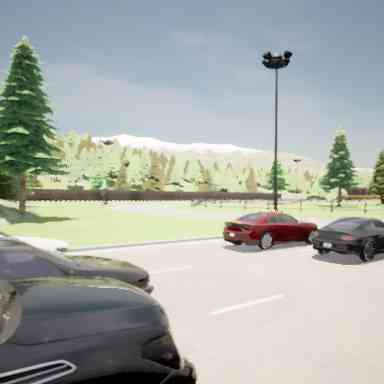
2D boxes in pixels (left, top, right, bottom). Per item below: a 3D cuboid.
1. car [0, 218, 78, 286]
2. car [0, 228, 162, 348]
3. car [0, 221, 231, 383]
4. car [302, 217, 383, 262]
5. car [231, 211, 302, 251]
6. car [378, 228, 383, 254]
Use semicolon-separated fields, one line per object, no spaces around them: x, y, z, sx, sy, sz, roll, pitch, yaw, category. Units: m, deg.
-5.526;1.529;8.402;4.674;1.442;1.812;1;0;-36;car
-3.351;1.553;5.655;5.357;1.411;2.033;1;0;-35;car
-2.603;1.210;1.887;5.566;2.045;2.150;0;0;-36;car
6.506;1.681;12.702;4.674;1.442;1.812;1;0;-35;car
3.645;1.620;14.966;5.008;1.535;1.882;1;0;-35;car
7.037;1.697;8.789;4.181;1.385;1.994;1;0;-35;car
